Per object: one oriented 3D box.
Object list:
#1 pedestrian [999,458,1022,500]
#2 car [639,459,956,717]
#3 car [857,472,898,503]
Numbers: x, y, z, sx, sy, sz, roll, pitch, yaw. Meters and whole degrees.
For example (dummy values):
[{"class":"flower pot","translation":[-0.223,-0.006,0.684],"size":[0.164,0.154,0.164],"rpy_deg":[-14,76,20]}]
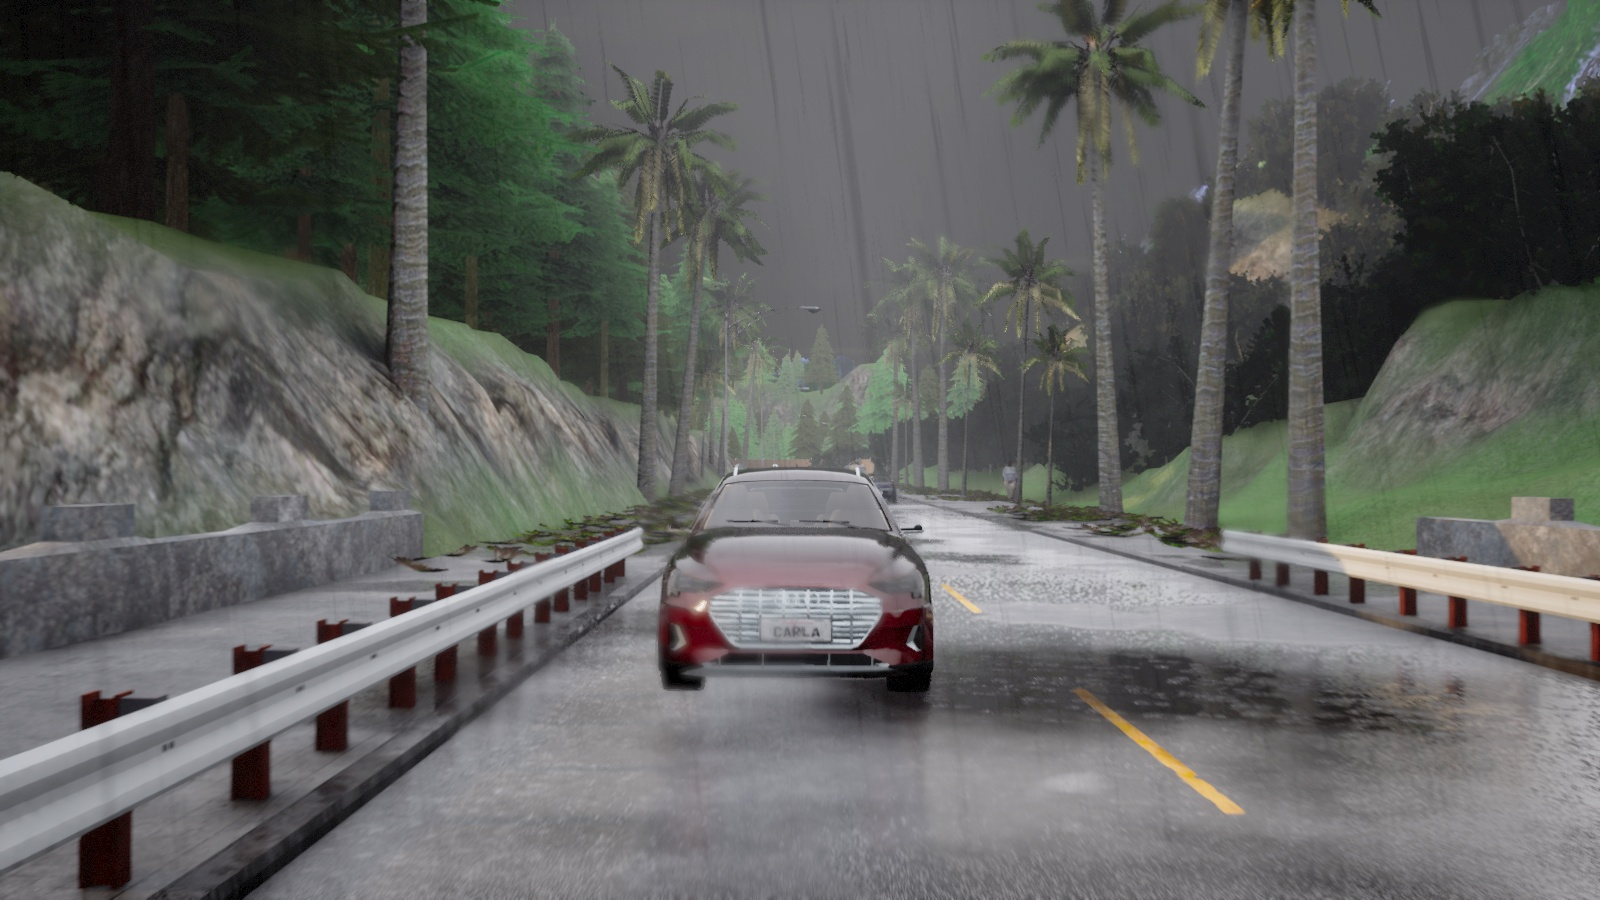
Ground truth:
[{"class":"pedestrian","translation":[9.362,1.286,55.789],"size":[0.874,1.855,0.900],"rpy_deg":[0,-1,0]},{"class":"car","translation":[-0.022,0.920,10.501],"size":[2.033,1.649,4.856],"rpy_deg":[0,-1,0]},{"class":"car","translation":[3.865,1.874,63.419],"size":[1.816,1.474,4.193],"rpy_deg":[0,-1,0]}]
